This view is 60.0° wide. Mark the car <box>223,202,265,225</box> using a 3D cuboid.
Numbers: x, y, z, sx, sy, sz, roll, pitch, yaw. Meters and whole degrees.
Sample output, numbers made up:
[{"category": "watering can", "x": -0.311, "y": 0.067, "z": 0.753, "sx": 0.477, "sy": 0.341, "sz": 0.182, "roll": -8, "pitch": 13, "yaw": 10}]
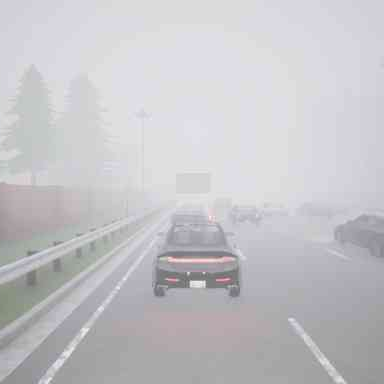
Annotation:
[{"category": "car", "x": 3.615, "y": 1.600, "z": 23.781, "sx": 1.895, "sy": 1.301, "sz": 4.718, "roll": 0, "pitch": 0, "yaw": 0}]

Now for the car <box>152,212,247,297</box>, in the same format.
[{"category": "car", "x": 0.106, "y": 1.491, "z": 8.571, "sx": 2.128, "sy": 1.511, "sz": 4.902, "roll": 0, "pitch": 0, "yaw": 0}]

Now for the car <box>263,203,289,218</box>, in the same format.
[{"category": "car", "x": 7.119, "y": 1.601, "z": 29.921, "sx": 1.895, "sy": 1.301, "sz": 4.718, "roll": 0, "pitch": 0, "yaw": 0}]

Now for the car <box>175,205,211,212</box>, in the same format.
[{"category": "car", "x": -0.004, "y": 1.474, "z": 19.019, "sx": 1.882, "sy": 1.535, "sz": 5.008, "roll": 0, "pitch": 0, "yaw": 6}]

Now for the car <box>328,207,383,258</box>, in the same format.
[{"category": "car", "x": 7.108, "y": 1.525, "z": 12.594, "sx": 1.812, "sy": 1.442, "sz": 4.674, "roll": 0, "pitch": 0, "yaw": 0}]

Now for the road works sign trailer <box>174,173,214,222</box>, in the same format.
[{"category": "road works sign trailer", "x": 0.077, "y": 0.464, "z": 22.937, "sx": 2.380, "sy": 3.560, "sz": 2.880, "roll": 0, "pitch": 0, "yaw": 0}]

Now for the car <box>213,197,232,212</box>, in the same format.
[{"category": "car", "x": 3.624, "y": 1.352, "z": 39.000, "sx": 2.097, "sy": 1.767, "sz": 4.553, "roll": 0, "pitch": 0, "yaw": 0}]

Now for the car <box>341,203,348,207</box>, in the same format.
[{"category": "car", "x": 14.122, "y": 1.563, "z": 33.719, "sx": 1.994, "sy": 1.385, "sz": 4.181, "roll": 0, "pitch": 0, "yaw": 0}]

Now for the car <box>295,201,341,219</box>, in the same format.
[{"category": "car", "x": 10.620, "y": 1.547, "z": 29.019, "sx": 2.033, "sy": 1.411, "sz": 5.357, "roll": 0, "pitch": 0, "yaw": 0}]
